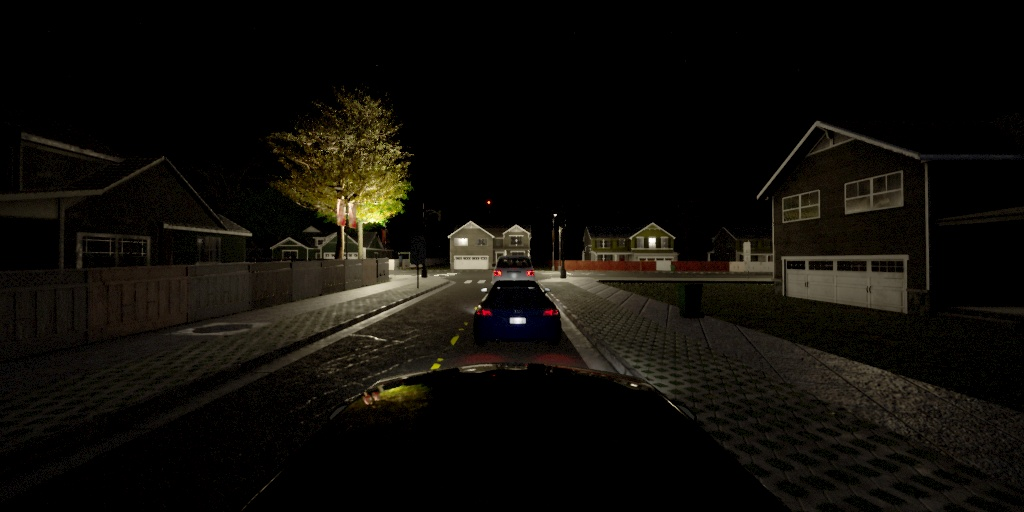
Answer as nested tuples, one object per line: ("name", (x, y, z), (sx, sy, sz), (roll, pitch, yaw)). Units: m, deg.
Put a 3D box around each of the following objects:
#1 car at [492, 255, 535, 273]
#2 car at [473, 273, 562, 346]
("car", (0.098, 0.983, 19.444), (2.150, 2.045, 5.566), (0, 0, 0))
("car", (0.105, 1.319, 9.482), (1.994, 1.385, 4.181), (0, 0, 0))
